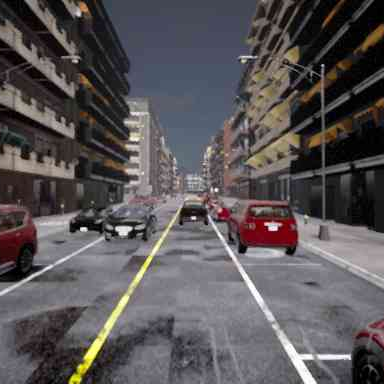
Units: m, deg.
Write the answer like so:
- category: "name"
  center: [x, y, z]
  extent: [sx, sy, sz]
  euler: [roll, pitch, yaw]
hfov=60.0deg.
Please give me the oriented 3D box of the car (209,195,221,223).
- category: "car"
  center: [2.557, 1.281, 23.947]
  extent: [1.967, 1.590, 4.097]
  euler: [1, 0, 0]

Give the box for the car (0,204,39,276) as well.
- category: "car"
  center: [-5.289, 1.262, 7.413]
  extent: [2.192, 1.841, 5.009]
  euler: [1, 0, 0]

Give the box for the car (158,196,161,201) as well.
- category: "car"
  center: [-5.289, 1.296, 40.598]
  extent: [1.887, 1.381, 4.507]
  euler: [1, 0, 0]

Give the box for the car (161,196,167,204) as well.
- category: "car"
  center: [-5.287, 1.261, 57.191]
  extent: [1.802, 1.307, 4.206]
  euler: [1, 0, 0]

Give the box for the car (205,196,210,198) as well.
- category: "car"
  center: [2.556, 1.360, 35.010]
  extent: [1.802, 1.307, 4.206]
  euler: [1, 0, 0]

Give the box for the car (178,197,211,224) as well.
- category: "car"
  center: [0.106, 1.351, 22.945]
  extent: [1.837, 1.490, 4.892]
  euler: [0, 0, 0]

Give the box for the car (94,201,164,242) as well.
- category: "car"
  center: [-2.747, 1.382, 15.736]
  extent: [2.128, 1.511, 4.902]
  euler: [0, 0, 0]

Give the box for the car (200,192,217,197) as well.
- category: "car"
  center: [2.563, 1.040, 46.071]
  extent: [2.192, 1.841, 5.009]
  euler: [1, 0, 0]

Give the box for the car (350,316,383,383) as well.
- category: "car"
  center: [2.595, 1.426, 1.822]
  extent: [1.967, 1.590, 4.097]
  euler: [1, 0, 0]

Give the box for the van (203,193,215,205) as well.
- category: "van"
  center: [2.563, 1.042, 51.603]
  extent: [1.690, 1.788, 3.998]
  euler: [1, 0, 0]

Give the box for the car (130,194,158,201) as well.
- category: "car"
  center: [-5.284, 1.094, 35.065]
  extent: [2.192, 1.841, 5.009]
  euler: [1, 0, 0]

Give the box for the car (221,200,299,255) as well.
- category: "car"
  center: [2.558, 1.225, 12.883]
  extent: [2.192, 1.841, 5.009]
  euler: [1, 0, 0]

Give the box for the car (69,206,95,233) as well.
- category: "car"
  center: [-5.293, 1.440, 18.477]
  extent: [1.947, 1.339, 4.313]
  euler: [1, 0, 0]

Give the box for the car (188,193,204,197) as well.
- category: "car"
  center: [0.111, 1.226, 41.029]
  extent: [1.882, 1.535, 5.008]
  euler: [0, 0, 0]

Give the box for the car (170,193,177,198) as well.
- category: "car"
  center: [-5.279, 1.096, 95.271]
  extent: [1.947, 1.339, 4.313]
  euler: [1, 0, 0]
